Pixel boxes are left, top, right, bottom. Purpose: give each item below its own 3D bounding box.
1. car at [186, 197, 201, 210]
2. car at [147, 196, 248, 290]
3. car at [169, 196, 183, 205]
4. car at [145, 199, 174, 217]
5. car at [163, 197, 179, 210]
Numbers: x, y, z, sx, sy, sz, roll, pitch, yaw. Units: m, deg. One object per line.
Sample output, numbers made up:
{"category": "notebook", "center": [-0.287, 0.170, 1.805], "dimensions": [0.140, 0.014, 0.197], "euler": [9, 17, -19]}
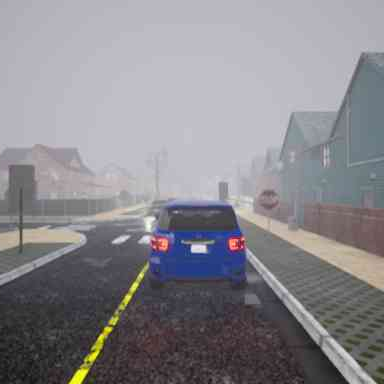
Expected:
{"category": "car", "center": [0.198, 1.457, 43.713], "dimensions": [1.812, 1.442, 4.674], "euler": [0, 0, 0]}
{"category": "car", "center": [0.109, 1.205, 9.212], "dimensions": [2.150, 2.045, 5.566], "euler": [0, 0, -1]}
{"category": "car", "center": [-2.663, 1.461, 57.035], "dimensions": [2.033, 1.411, 5.357], "euler": [0, 0, 1]}
{"category": "car", "center": [-2.964, 1.454, 31.295], "dimensions": [1.837, 1.490, 4.892], "euler": [0, 0, 4]}
{"category": "car", "center": [-2.741, 1.457, 43.821], "dimensions": [1.812, 1.442, 4.674], "euler": [0, 0, 0]}
